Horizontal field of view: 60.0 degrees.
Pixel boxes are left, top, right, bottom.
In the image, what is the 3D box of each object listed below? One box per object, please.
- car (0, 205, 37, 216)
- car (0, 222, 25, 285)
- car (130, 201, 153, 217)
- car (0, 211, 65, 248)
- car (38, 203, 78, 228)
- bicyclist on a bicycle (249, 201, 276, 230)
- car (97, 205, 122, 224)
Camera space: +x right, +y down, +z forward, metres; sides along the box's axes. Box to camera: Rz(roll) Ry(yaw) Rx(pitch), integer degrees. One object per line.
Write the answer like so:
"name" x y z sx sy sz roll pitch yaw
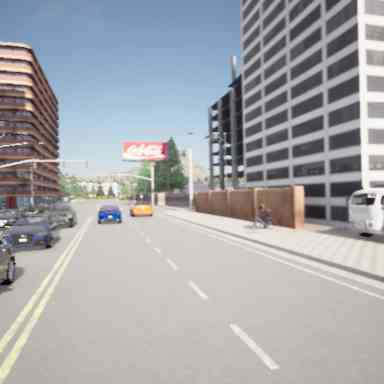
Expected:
"car" -13.500 1.971 24.874 2.128 1.511 4.902 -1 0 -14
"car" -5.235 1.674 7.144 1.837 1.490 4.892 -1 0 -15
"car" -5.582 1.741 36.298 2.097 1.767 4.553 -1 0 -15
"car" -7.496 1.846 15.758 1.994 1.385 4.181 -1 0 -14
"car" -10.080 1.762 25.606 2.097 1.767 4.553 -1 0 -14
"bicyclist on a bicycle" 4.023 1.353 19.008 1.656 1.620 0.582 -1 0 -15
"car" -7.062 1.843 28.581 1.882 1.535 5.008 -1 0 -15
